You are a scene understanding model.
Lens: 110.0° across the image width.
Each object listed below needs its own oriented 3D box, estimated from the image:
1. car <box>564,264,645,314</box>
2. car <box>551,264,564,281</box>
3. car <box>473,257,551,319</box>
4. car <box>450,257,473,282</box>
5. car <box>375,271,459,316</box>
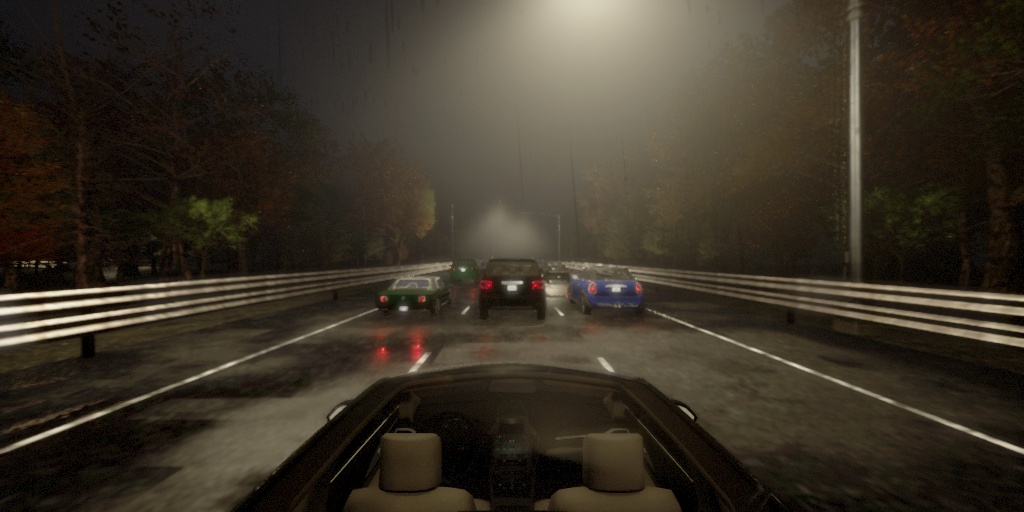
[{"bbox_3d":[3.545,1.173,14.258,2.097,1.767,4.553,0,0,0],"label":"car"},{"bbox_3d":[3.543,1.389,29.334,2.128,1.511,4.902,0,0,1],"label":"car"},{"bbox_3d":[0.036,1.039,13.275,2.150,2.045,5.566,0,0,1],"label":"car"},{"bbox_3d":[-3.467,1.114,28.247,2.150,2.045,5.566,0,0,0],"label":"car"},{"bbox_3d":[-3.460,1.419,13.745,1.895,1.301,4.718,0,0,1],"label":"car"}]
